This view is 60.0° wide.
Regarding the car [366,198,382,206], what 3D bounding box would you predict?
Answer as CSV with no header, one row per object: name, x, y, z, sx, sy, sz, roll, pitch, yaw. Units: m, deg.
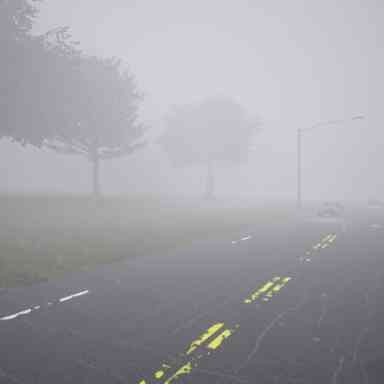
car,30.188,1.610,55.034,1.895,1.301,4.718,0,0,36

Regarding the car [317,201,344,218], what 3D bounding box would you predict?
car,12.639,1.526,30.060,2.033,1.411,5.357,0,0,30
